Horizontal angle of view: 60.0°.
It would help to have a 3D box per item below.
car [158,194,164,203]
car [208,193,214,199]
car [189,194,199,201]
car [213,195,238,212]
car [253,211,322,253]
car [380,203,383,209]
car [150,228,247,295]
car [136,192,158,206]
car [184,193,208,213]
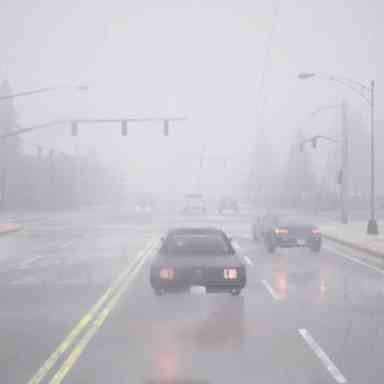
[{"bbox_3d":[-6.671,1.113,63.615,2.097,1.767,4.553,0,0,1],"label":"car"},{"bbox_3d":[3.920,0.925,73.726,2.097,1.767,4.553,0,0,0],"label":"car"},{"bbox_3d":[0.420,1.110,73.777,2.033,1.411,5.357,0,0,0],"label":"car"},{"bbox_3d":[3.802,1.214,36.468,2.097,1.767,4.553,0,0,0],"label":"car"},{"bbox_3d":[3.656,1.475,13.332,1.812,1.442,4.674,0,0,0],"label":"car"},{"bbox_3d":[23.279,1.461,36.247,4.718,1.301,1.895,0,0,0],"label":"car"},{"bbox_3d":[0.112,1.568,8.544,1.895,1.301,4.718,0,0,0],"label":"car"},{"bbox_3d":[-6.793,1.035,49.182,2.150,2.045,5.566,0,0,1],"label":"car"},{"bbox_3d":[0.300,1.086,35.800,2.150,2.045,5.566,0,0,0],"label":"car"}]
